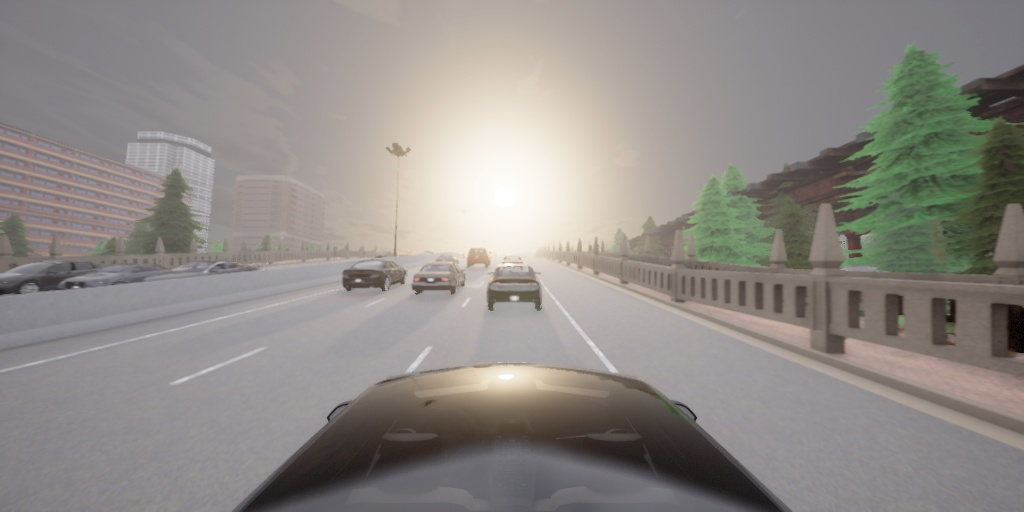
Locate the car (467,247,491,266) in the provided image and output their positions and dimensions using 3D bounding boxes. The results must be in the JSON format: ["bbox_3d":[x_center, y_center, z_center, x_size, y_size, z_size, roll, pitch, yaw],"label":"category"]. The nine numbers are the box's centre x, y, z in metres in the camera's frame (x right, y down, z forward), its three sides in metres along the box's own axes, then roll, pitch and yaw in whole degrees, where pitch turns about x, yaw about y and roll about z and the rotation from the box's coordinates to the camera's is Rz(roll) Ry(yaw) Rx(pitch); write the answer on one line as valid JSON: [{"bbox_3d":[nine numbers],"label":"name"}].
[{"bbox_3d":[-3.433,0.110,37.814,2.150,2.045,5.566,0,2,0],"label":"car"}]

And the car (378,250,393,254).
[{"bbox_3d":[-21.088,-0.195,59.649,1.837,1.490,4.892,0,1,0],"label":"car"}]

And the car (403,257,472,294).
[{"bbox_3d":[-3.414,0.986,17.571,2.033,1.411,5.357,0,2,0],"label":"car"}]

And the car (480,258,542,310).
[{"bbox_3d":[0.083,1.037,13.635,2.128,1.511,4.902,0,2,0],"label":"car"}]

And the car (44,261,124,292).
[{"bbox_3d":[-17.611,1.036,16.441,1.994,1.385,4.181,0,2,0],"label":"car"}]

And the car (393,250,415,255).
[{"bbox_3d":[-17.592,-0.222,59.729,1.882,1.535,5.008,0,1,0],"label":"car"}]

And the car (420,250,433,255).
[{"bbox_3d":[-14.095,-0.200,59.807,1.837,1.490,4.892,0,2,0],"label":"car"}]

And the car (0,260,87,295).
[{"bbox_3d":[-21.112,0.977,16.465,1.837,1.490,4.892,0,2,0],"label":"car"}]

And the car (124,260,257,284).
[{"bbox_3d":[-14.112,0.959,16.579,2.128,1.511,4.902,0,2,0],"label":"car"}]

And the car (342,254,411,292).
[{"bbox_3d":[-6.917,0.889,18.590,1.882,1.535,5.008,0,2,0],"label":"car"}]

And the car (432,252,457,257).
[{"bbox_3d":[-6.934,0.435,38.464,1.994,1.385,4.181,0,2,0],"label":"car"}]

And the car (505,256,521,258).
[{"bbox_3d":[0.070,0.607,33.450,1.895,1.301,4.718,0,2,0],"label":"car"}]
